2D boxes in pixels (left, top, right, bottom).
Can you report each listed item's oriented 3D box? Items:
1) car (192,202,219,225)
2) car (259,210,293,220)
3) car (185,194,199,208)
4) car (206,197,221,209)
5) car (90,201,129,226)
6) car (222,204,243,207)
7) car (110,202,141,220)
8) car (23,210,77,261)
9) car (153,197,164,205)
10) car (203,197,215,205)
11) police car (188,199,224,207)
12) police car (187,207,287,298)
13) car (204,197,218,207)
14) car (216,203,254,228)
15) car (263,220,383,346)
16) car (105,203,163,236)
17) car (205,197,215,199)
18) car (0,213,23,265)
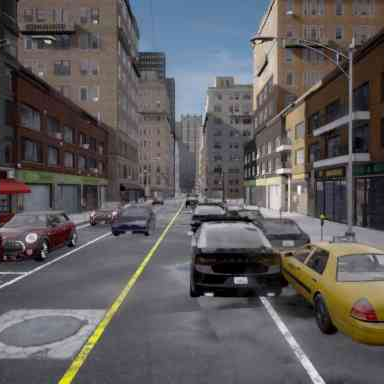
[{"bbox_3d":[0.898,1.516,24.588,1.812,1.442,4.674,0,0,0],"label":"car"},{"bbox_3d":[2.857,1.562,11.946,1.947,1.339,4.313,-1,0,0],"label":"car"},{"bbox_3d":[0.033,1.449,48.424,1.882,1.535,5.008,0,0,0],"label":"car"},{"bbox_3d":[2.864,1.499,45.631,1.752,1.417,4.829,-1,0,0],"label":"car"},{"bbox_3d":[-5.679,1.431,23.117,1.967,1.590,4.097,-1,0,0],"label":"car"},{"bbox_3d":[2.858,1.559,17.532,1.947,1.339,4.313,-1,0,0],"label":"car"},{"bbox_3d":[-5.678,1.570,28.703,1.802,1.307,4.206,-1,0,0],"label":"car"},{"bbox_3d":[-5.679,1.436,11.946,1.967,1.590,4.097,-1,0,0],"label":"car"},{"bbox_3d":[-5.679,1.507,56.631,1.887,1.381,4.507,-1,0,0],"label":"car"},{"bbox_3d":[2.866,1.544,56.633,1.802,1.307,4.206,-1,0,0],"label":"car"},{"bbox_3d":[0.898,1.418,18.698,1.930,1.638,5.238,0,0,0],"label":"police car"},{"bbox_3d":[0.899,1.422,8.697,1.930,1.638,5.238,0,0,0],"label":"police car"},{"bbox_3d":[2.865,1.534,51.047,1.947,1.339,4.313,-1,0,0],"label":"car"},{"bbox_3d":[2.860,1.542,23.118,2.008,1.369,4.403,-1,0,0],"label":"car"},{"bbox_3d":[2.856,1.523,6.530,1.752,1.417,4.829,-1,0,0],"label":"car"},{"bbox_3d":[-3.002,1.540,18.455,2.033,1.411,5.357,0,0,0],"label":"car"},{"bbox_3d":[2.863,1.530,39.875,2.008,1.369,4.403,-1,0,0],"label":"car"},{"bbox_3d":[-5.680,1.313,6.360,2.192,1.841,5.009,-1,0,0],"label":"car"}]
